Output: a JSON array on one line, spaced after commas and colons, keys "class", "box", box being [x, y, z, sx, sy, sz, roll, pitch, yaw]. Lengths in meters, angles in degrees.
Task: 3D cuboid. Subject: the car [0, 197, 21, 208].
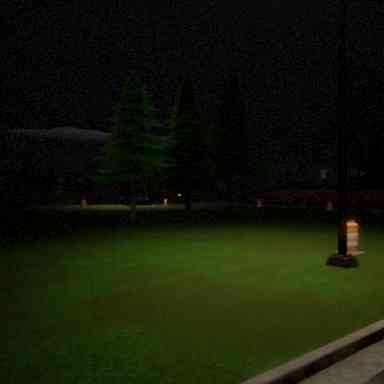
[{"class": "car", "box": [-27.176, 1.481, 47.258, 5.008, 1.535, 1.882, 0, 0, -36]}]

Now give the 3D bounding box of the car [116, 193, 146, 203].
[{"class": "car", "box": [-10.592, 1.251, 59.074, 5.566, 2.045, 2.150, 0, 0, -30]}]

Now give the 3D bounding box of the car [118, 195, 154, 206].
[{"class": "car", "box": [-9.133, 1.575, 55.855, 5.357, 1.411, 2.033, 0, 0, -30]}]

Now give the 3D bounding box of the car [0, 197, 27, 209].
[{"class": "car", "box": [-24.589, 1.568, 44.808, 4.181, 1.385, 1.994, 0, 0, -36]}]
